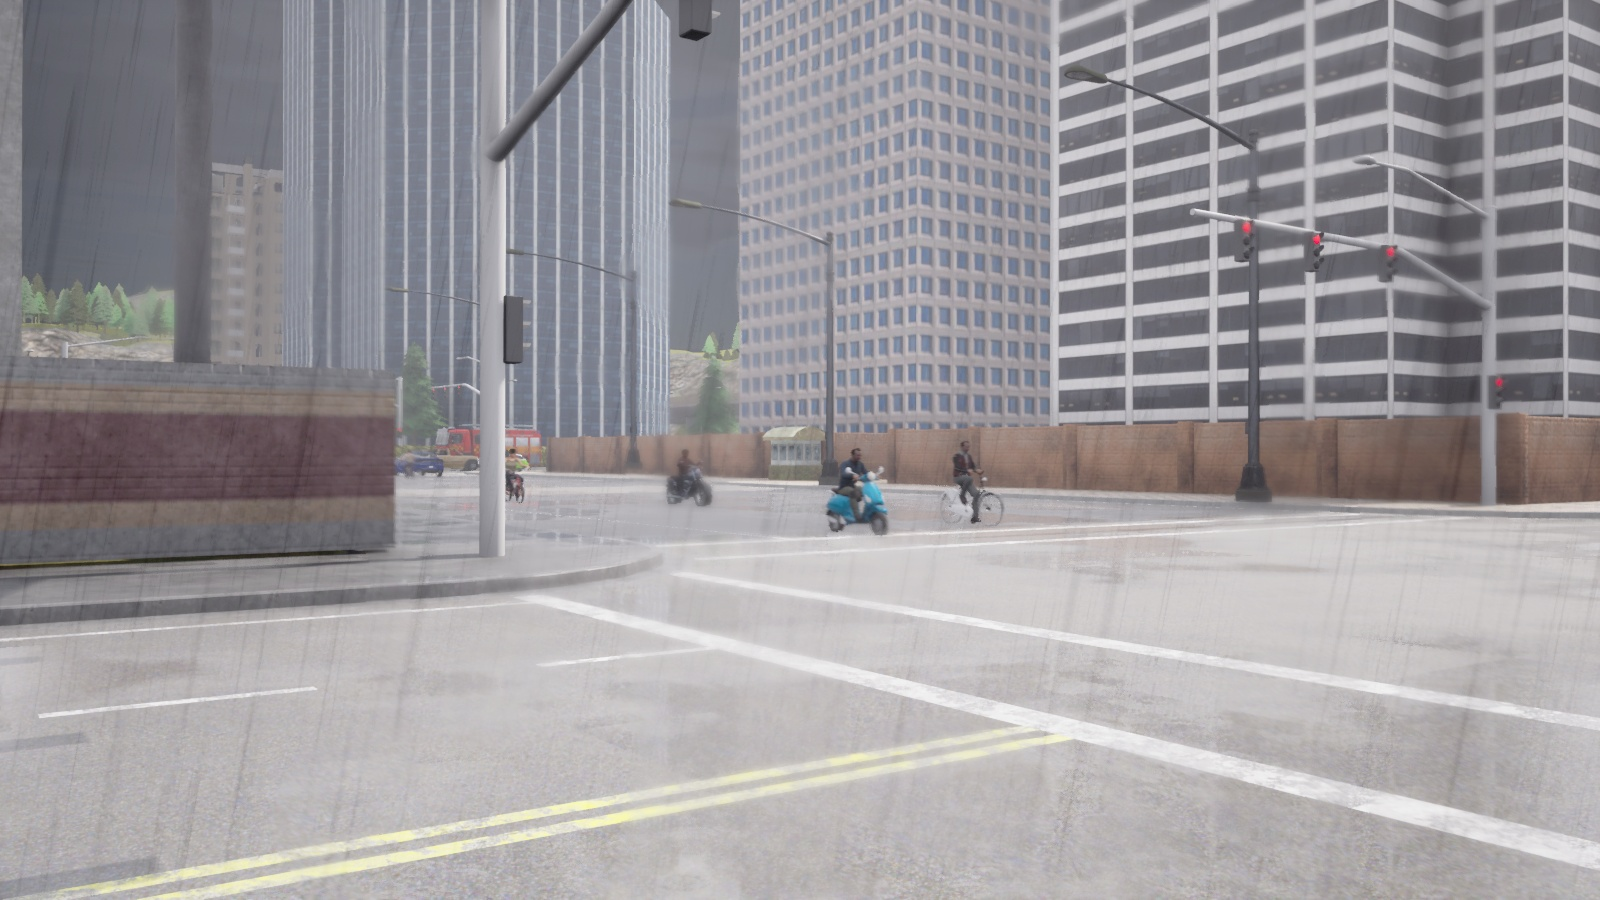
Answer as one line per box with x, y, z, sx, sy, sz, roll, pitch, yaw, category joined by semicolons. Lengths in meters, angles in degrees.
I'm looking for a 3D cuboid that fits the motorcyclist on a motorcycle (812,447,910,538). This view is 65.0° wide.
1.096;0.752;22.984;0.866;1.590;1.817;0;0;-35;motorcyclist on a motorcycle

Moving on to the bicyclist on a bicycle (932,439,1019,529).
3.560;0.671;25.625;0.659;1.776;1.843;0;-1;-36;bicyclist on a bicycle

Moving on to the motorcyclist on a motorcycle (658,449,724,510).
-3.077;0.788;35.218;0.766;1.649;2.350;0;0;-35;motorcyclist on a motorcycle

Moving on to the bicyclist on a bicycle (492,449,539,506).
-8.312;0.789;36.660;0.866;1.612;1.509;0;0;-34;bicyclist on a bicycle

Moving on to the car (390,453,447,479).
-23.467;0.961;77.173;1.882;1.535;5.008;0;0;-35;car
